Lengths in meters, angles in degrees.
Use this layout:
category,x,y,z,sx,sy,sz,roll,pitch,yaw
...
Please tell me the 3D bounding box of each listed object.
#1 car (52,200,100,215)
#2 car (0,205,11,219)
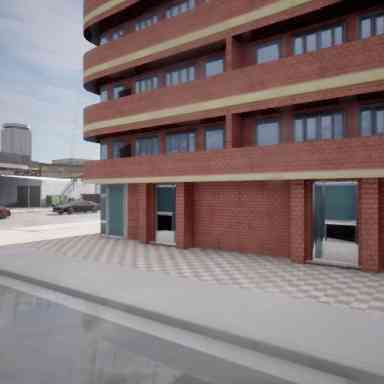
category,x,y,z,sx,sy,sz,roll,pitch,yaw
car,-11.730,1.547,34.630,2.033,1.411,5.357,0,0,34
car,-17.040,1.564,26.903,1.994,1.385,4.181,0,0,34
